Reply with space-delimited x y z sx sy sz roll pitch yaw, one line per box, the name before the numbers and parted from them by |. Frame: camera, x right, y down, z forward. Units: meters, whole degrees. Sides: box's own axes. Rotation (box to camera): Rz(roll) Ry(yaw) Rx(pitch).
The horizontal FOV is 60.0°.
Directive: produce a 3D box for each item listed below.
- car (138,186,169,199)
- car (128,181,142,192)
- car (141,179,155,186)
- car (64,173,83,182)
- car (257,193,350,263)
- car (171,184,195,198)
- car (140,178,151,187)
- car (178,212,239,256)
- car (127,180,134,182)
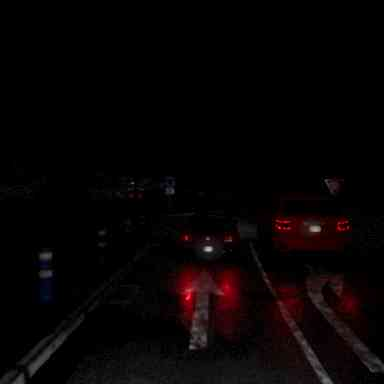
car | -5.712 0.216 49.844 4.181 1.385 1.994 2 3 42
car | -11.025 -0.736 63.685 1.895 1.301 4.718 0 6 -11
car | -8.196 -1.062 64.824 2.097 1.767 4.553 0 6 -11
car | -30.801 -3.510 86.746 4.892 1.521 2.231 -4 8 -35
car | 3.545 1.025 11.467 2.150 2.045 5.566 0 1 6
car | -2.146 -0.147 50.604 5.566 2.045 2.150 1 2 31
car | -10.660 -2.178 76.157 1.882 1.535 5.008 0 6 -13
car | 0.740 1.387 12.221 1.895 1.301 4.718 0 1 6
car | -13.683 -2.123 75.920 2.033 1.411 5.357 0 6 -13
